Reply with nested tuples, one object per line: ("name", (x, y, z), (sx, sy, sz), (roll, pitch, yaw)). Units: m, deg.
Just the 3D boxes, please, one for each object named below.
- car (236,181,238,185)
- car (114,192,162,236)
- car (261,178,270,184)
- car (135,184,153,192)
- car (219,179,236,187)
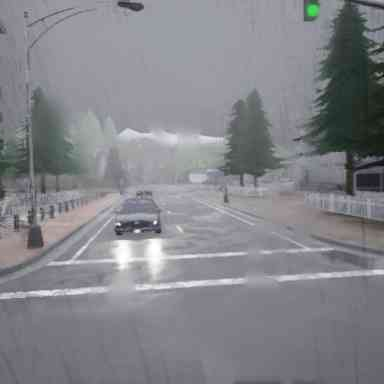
("car", (9.697, -2.201, 79.882), (1.970, 1.475, 3.806), (-2, 2, -7))
("car", (-2.417, 0.980, 15.152), (2.033, 1.411, 5.357), (-2, 3, -7))
("car", (20.264, -3.030, 92.223), (1.845, 1.501, 3.633), (-2, 2, -7))
("car", (-5.591, -0.193, 39.112), (1.882, 1.535, 5.008), (-2, 2, -7))
("car", (7.640, -1.839, 72.163), (1.845, 1.501, 3.633), (-2, 2, -7))
